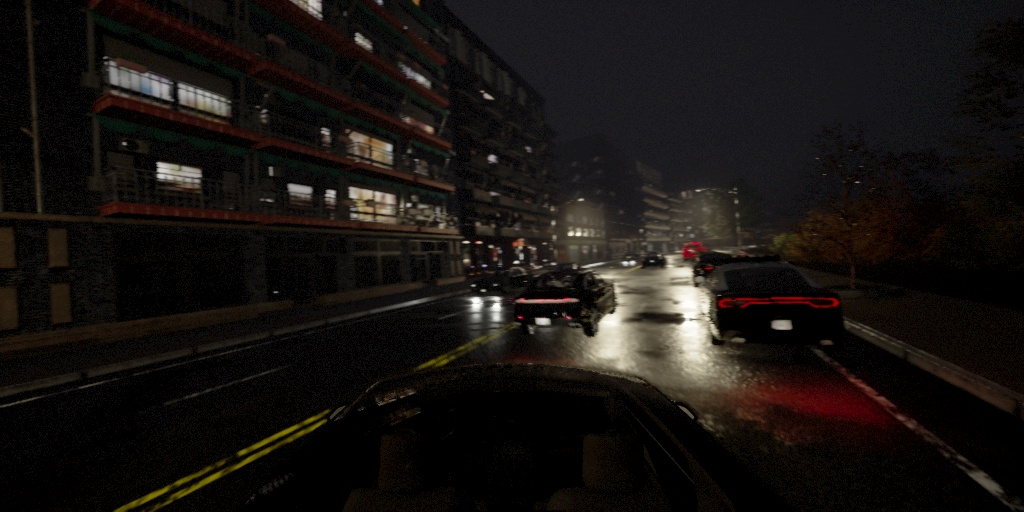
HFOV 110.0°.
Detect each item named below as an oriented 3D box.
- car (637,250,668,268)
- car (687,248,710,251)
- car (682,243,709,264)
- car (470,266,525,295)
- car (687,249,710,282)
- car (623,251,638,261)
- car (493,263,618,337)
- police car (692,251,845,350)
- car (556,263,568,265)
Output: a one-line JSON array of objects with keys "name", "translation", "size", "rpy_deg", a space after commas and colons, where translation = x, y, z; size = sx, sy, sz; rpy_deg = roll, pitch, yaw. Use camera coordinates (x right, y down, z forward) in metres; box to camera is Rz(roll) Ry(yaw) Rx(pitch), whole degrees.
[{"name": "car", "translation": [13.664, 0.379, 34.382], "size": [1.994, 1.385, 4.181], "rpy_deg": [-4, 0, 28]}, {"name": "car", "translation": [12.036, 0.433, 22.195], "size": [1.812, 1.442, 4.674], "rpy_deg": [-4, 0, 26]}, {"name": "car", "translation": [20.682, -0.449, 40.758], "size": [2.150, 2.045, 5.566], "rpy_deg": [-4, 0, 30]}, {"name": "car", "translation": [-0.395, 1.353, 21.249], "size": [2.033, 1.411, 5.357], "rpy_deg": [-4, 0, 26]}, {"name": "car", "translation": [9.454, 0.591, 16.873], "size": [1.837, 1.490, 4.892], "rpy_deg": [-4, 0, 26]}, {"name": "car", "translation": [19.266, -0.014, 57.805], "size": [2.128, 1.511, 4.902], "rpy_deg": [-4, 0, 32]}, {"name": "car", "translation": [1.675, 1.130, 9.943], "size": [2.128, 1.511, 4.902], "rpy_deg": [-4, 0, 25]}, {"name": "police car", "translation": [5.290, 0.799, 7.965], "size": [1.930, 1.638, 5.238], "rpy_deg": [-4, 0, 25]}, {"name": "car", "translation": [3.154, 1.113, 21.096], "size": [1.994, 1.385, 4.181], "rpy_deg": [-4, 0, 26]}]
